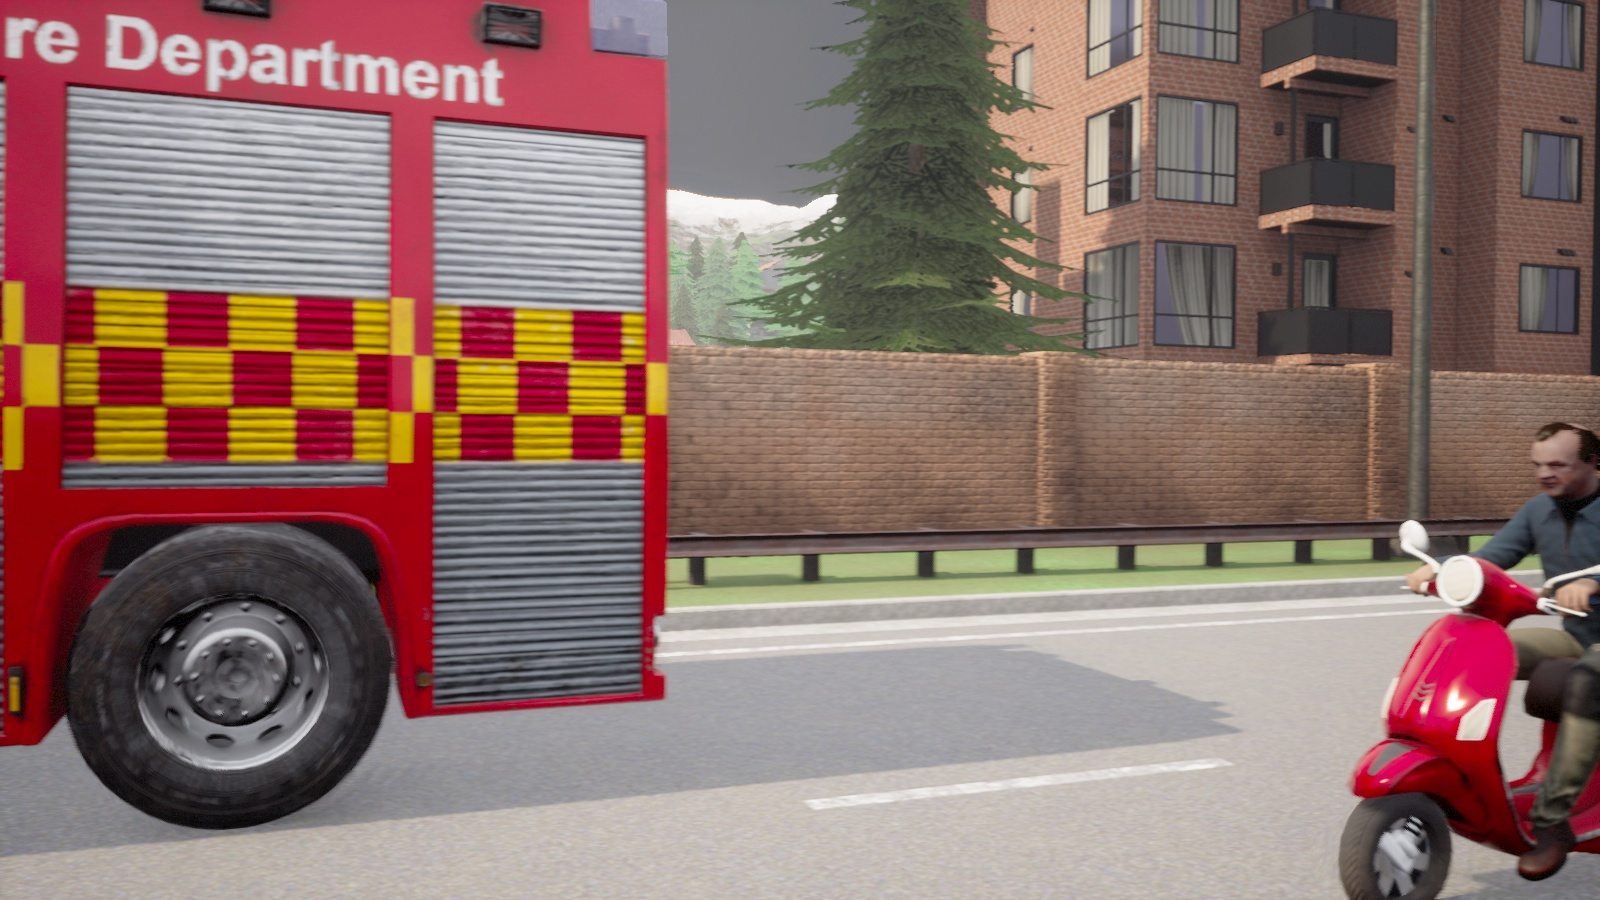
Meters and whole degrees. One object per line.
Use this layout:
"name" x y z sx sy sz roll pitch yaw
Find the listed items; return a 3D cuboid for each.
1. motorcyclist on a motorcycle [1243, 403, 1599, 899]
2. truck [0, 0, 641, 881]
"motorcyclist on a motorcycle" 2.519 0.648 4.195 1.817 1.590 0.866 -1 1 -21
"truck" -5.154 -0.389 5.012 8.468 3.827 2.891 -1 1 -21
